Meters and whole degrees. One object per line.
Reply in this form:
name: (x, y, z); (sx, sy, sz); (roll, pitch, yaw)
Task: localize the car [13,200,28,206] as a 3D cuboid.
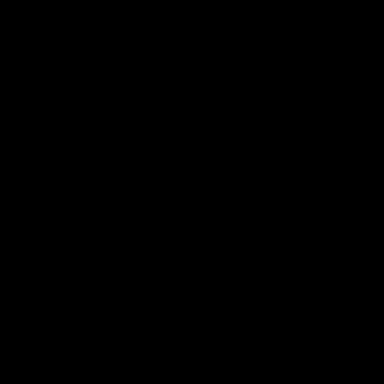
car: (-42.889, 2.645, 83.573); (1.882, 1.535, 5.008); (3, -1, 3)
